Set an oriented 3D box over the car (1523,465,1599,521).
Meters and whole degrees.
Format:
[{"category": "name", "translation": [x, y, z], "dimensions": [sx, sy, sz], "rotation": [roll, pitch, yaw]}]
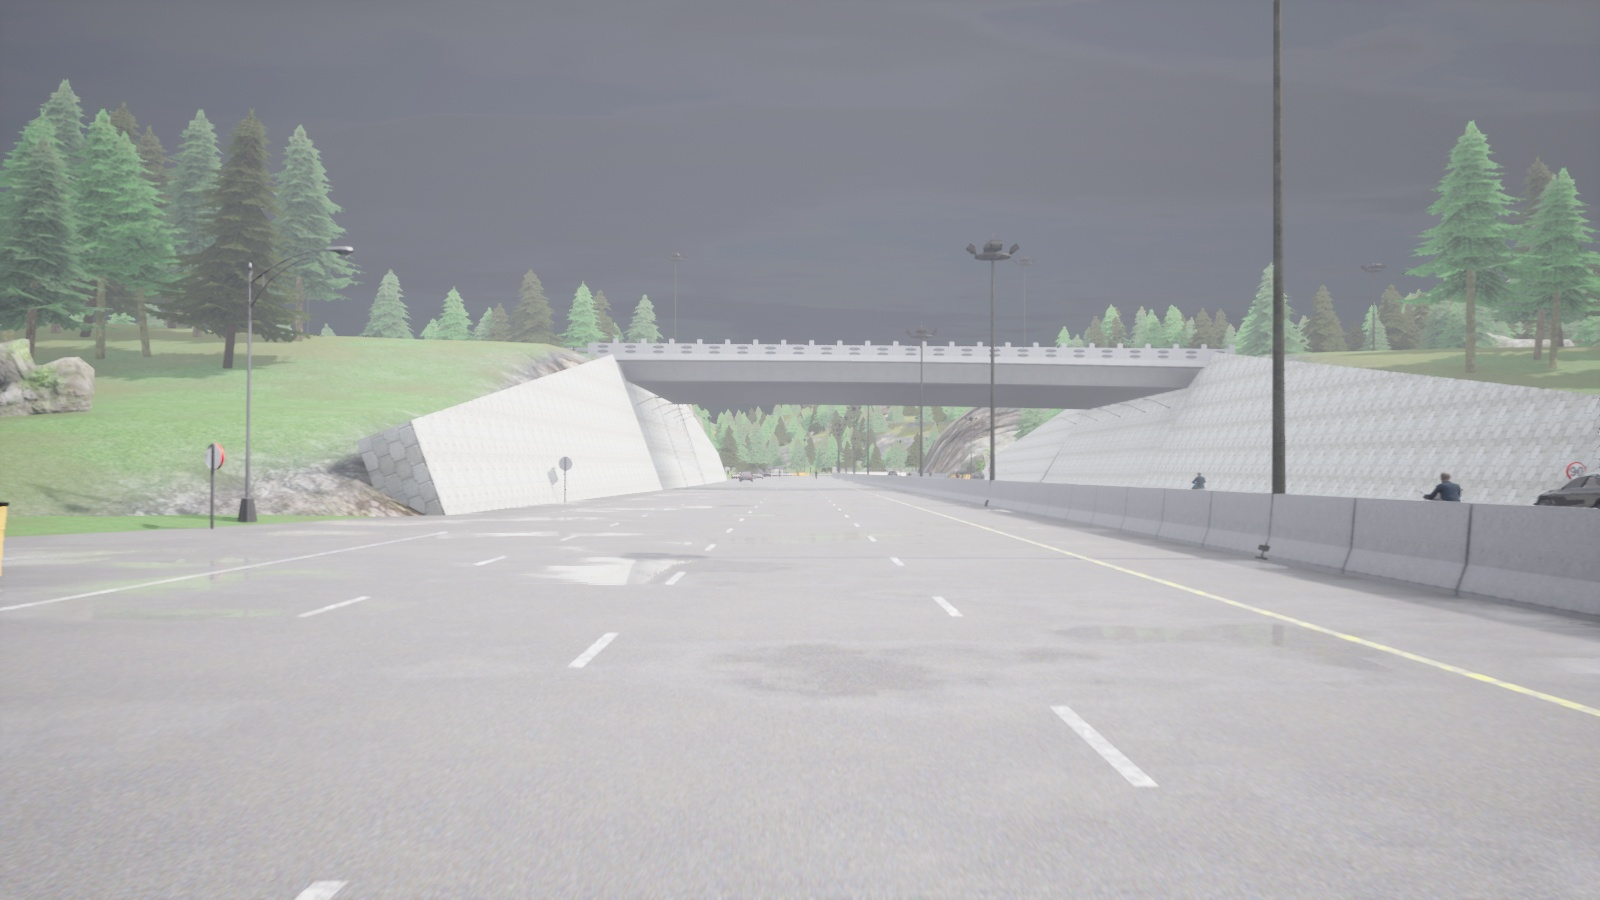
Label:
[{"category": "car", "translation": [24.407, 1.286, 38.162], "dimensions": [2.033, 1.649, 4.856], "rotation": [0, -1, 0]}]
